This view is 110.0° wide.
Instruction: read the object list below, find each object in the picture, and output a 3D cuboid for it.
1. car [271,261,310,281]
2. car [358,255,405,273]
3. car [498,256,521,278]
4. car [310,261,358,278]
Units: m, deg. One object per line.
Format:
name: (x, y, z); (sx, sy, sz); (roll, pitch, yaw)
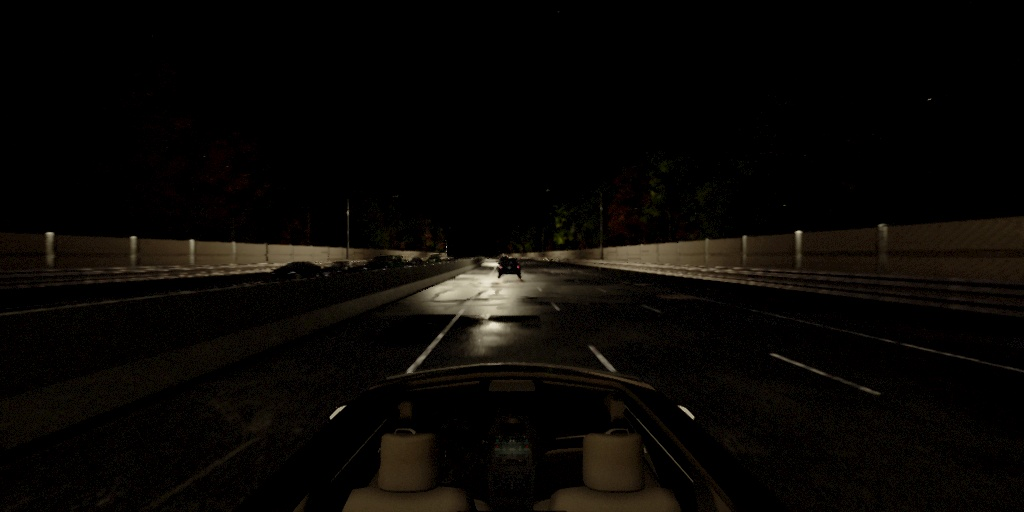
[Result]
car: (-17.843, 1.206, 29.979); (1.882, 1.535, 5.008); (0, 0, -1)
car: (-10.860, 0.937, 30.873); (2.150, 2.045, 5.566); (0, 0, -1)
car: (-0.246, 1.043, 33.577); (2.097, 1.767, 4.553); (0, 0, -1)
car: (-14.347, 1.214, 30.099); (2.128, 1.511, 4.902); (0, 0, -1)
